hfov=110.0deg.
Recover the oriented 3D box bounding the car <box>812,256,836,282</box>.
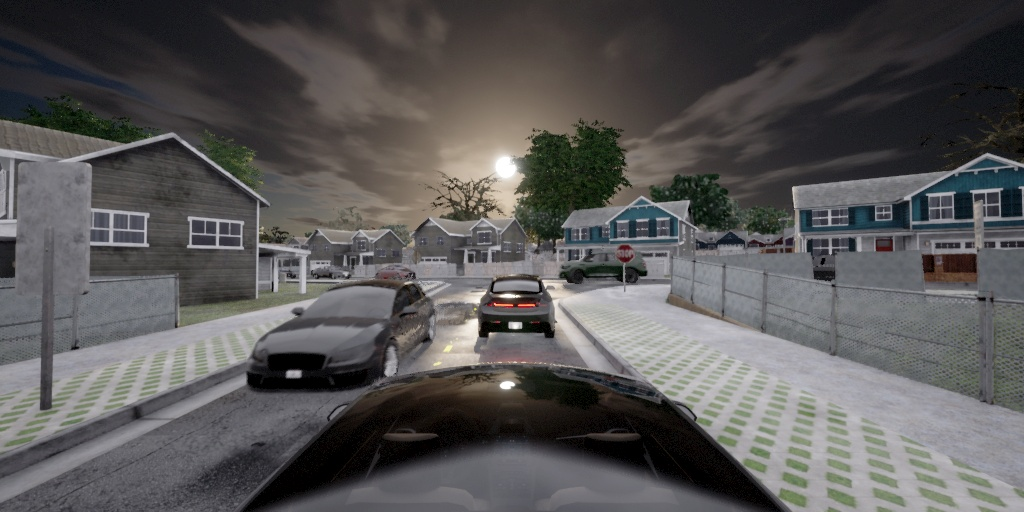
[{"bbox_3d":[15.715,0.771,18.548,4.892,1.490,1.837,-2,-2,35],"label":"car"}]

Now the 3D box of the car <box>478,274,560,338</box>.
[{"bbox_3d":[0.163,1.258,10.192,1.837,1.490,4.892,0,0,2],"label":"car"}]

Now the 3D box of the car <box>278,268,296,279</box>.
[{"bbox_3d":[-27.725,2.109,42.831,4.181,1.385,1.994,-2,-2,30],"label":"car"}]

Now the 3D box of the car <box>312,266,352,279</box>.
[{"bbox_3d":[-19.024,1.760,37.821,4.902,1.511,2.128,-2,-2,30],"label":"car"}]

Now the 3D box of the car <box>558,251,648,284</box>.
[{"bbox_3d":[5.724,0.731,22.971,5.566,2.045,2.150,-1,-2,2],"label":"car"}]

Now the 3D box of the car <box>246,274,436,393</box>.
[{"bbox_3d":[-2.753,1.258,6.951,1.837,1.490,4.892,0,0,0],"label":"car"}]

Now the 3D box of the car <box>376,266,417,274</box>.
[{"bbox_3d":[-10.482,1.561,32.645,4.181,1.385,1.994,-2,-2,32],"label":"car"}]
